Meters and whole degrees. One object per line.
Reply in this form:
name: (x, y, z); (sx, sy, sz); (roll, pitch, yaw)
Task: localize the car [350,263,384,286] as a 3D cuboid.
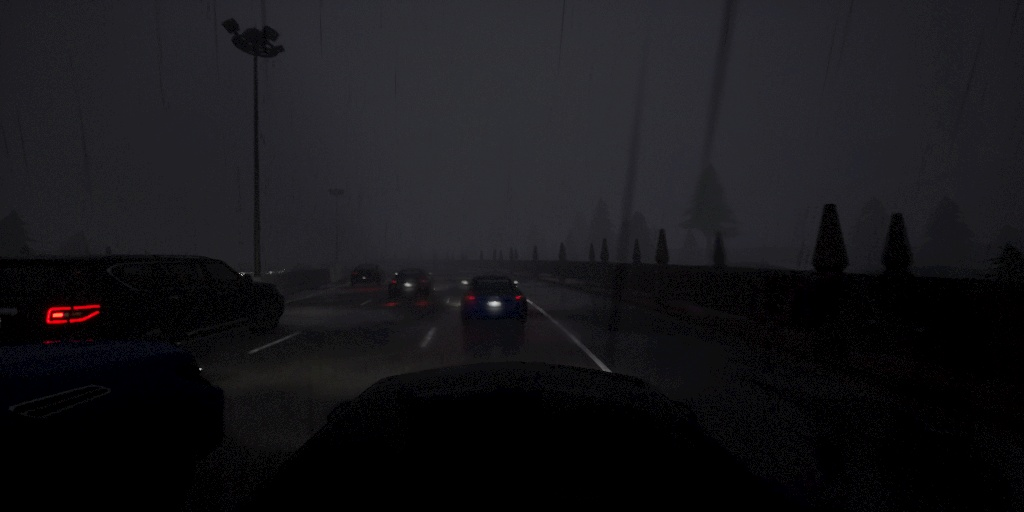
car: (-10.285, 1.271, 25.833); (1.882, 1.535, 5.008); (0, 0, -14)

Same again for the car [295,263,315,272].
car: (-22.324, 1.460, 38.425); (1.994, 1.385, 4.181); (0, 0, -24)

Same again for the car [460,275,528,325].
car: (-0.683, 1.307, 11.985); (1.994, 1.385, 4.181); (0, 0, -6)

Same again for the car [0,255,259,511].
car: (-3.499, 0.985, 0.597); (2.150, 2.045, 5.566); (0, 0, 0)

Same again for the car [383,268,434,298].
car: (-5.173, 1.327, 18.721); (1.994, 1.385, 4.181); (0, 0, -10)

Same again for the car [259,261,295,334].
car: (-7.236, 0.996, 7.519); (2.150, 2.045, 5.566); (0, 0, -4)
